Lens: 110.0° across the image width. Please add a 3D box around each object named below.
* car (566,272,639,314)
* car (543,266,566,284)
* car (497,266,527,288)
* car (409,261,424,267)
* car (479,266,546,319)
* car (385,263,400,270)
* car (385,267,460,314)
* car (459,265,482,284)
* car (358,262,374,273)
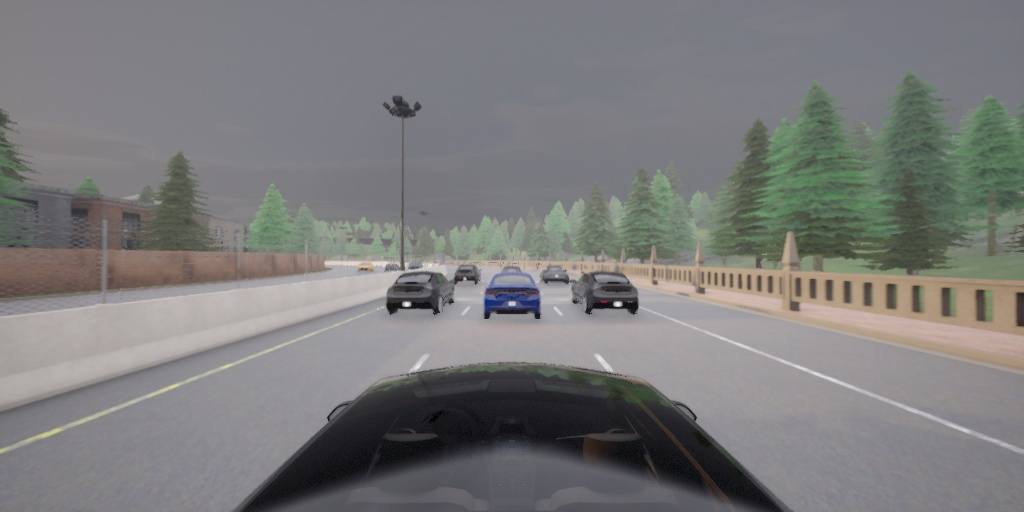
[{"bbox_3d":[3.534,1.352,14.313,1.837,1.490,4.892,0,0,1],"label":"car"},{"bbox_3d":[3.420,1.528,29.578,1.994,1.385,4.181,0,0,-1],"label":"car"},{"bbox_3d":[-0.042,1.491,27.091,2.033,1.411,5.357,0,0,-1],"label":"car"},{"bbox_3d":[-15.076,1.520,56.403,2.097,1.767,4.553,0,0,-17],"label":"car"},{"bbox_3d":[0.024,1.317,13.376,1.882,1.535,5.008,0,0,0],"label":"car"},{"bbox_3d":[-18.354,1.722,55.153,1.994,1.385,4.181,0,0,-17],"label":"car"},{"bbox_3d":[-3.466,1.352,14.308,1.837,1.490,4.892,0,0,1],"label":"car"},{"bbox_3d":[-3.573,1.467,29.305,1.837,1.490,4.892,0,0,-1],"label":"car"},{"bbox_3d":[-21.022,1.610,51.777,1.882,1.535,5.008,0,0,-16],"label":"car"}]
